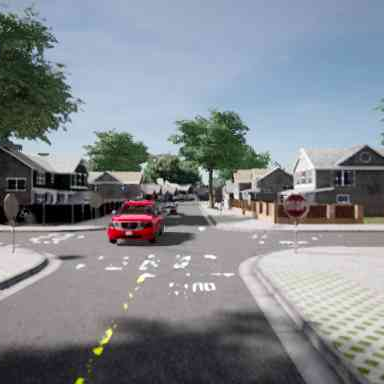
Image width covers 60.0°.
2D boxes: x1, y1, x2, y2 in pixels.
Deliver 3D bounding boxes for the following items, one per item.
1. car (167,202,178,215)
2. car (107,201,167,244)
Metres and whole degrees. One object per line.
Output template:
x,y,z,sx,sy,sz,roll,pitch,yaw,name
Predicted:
-2.755,2.019,41.264,2.128,1.511,4.902,0,-1,0,car
-2.751,1.496,17.313,2.150,2.045,5.566,0,-1,0,car
